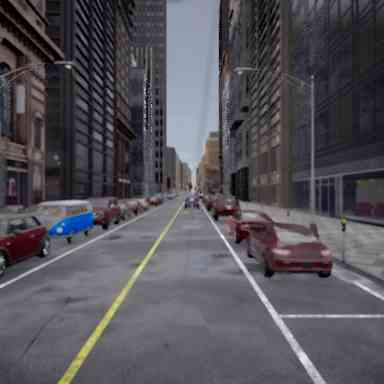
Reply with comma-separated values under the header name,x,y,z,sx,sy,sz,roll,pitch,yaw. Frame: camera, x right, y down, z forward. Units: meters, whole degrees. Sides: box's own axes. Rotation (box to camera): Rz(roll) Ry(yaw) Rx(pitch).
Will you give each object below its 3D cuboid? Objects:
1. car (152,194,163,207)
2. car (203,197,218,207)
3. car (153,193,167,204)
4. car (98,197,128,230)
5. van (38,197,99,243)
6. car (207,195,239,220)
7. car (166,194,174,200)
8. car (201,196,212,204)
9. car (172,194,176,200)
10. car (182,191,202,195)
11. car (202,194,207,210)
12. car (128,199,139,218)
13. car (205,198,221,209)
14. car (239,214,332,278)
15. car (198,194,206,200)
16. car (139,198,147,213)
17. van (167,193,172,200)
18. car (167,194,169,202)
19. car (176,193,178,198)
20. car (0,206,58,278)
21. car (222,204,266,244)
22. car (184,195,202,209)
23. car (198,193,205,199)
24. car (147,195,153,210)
name,x,y,z,sx,sy,sz,roll,pitch,yaw
car,-5.843,1.395,49.175,1.887,1.381,4.507,1,0,0
car,2.683,1.401,49.170,2.008,1.369,4.403,1,0,0
car,-5.840,1.146,54.799,2.192,1.841,5.009,1,0,0
car,-5.845,1.256,21.052,2.192,1.841,5.009,1,0,0
van,-5.845,1.298,15.427,1.690,1.788,3.998,1,0,0
car,2.682,1.239,26.671,2.192,1.841,5.009,1,0,0
car,-5.839,1.246,88.378,1.752,1.417,4.829,1,0,0
car,2.683,1.394,60.419,1.802,1.307,4.206,1,0,0
car,-5.840,1.305,82.923,1.947,1.339,4.313,1,0,0
car,0.007,1.192,51.809,2.097,1.767,4.553,0,0,0
car,2.683,1.203,37.920,2.192,1.841,5.009,1,0,0
car,-5.846,1.474,26.677,2.008,1.369,4.403,1,0,0
car,2.681,1.451,43.545,1.802,1.307,4.206,1,0,0
car,2.677,1.555,9.798,1.802,1.307,4.206,1,0,0
car,2.687,1.265,88.540,1.887,1.381,4.507,1,0,0
car,-5.845,1.451,32.301,1.887,1.381,4.507,1,0,0
van,-5.838,1.116,71.673,1.690,1.788,3.998,1,0,0
car,-5.842,1.363,60.425,2.008,1.369,4.403,1,0,0
car,-5.838,1.253,94.172,2.008,1.369,4.403,1,0,0
car,-5.847,1.413,9.803,1.967,1.590,4.097,1,0,0
car,2.678,1.502,15.423,1.887,1.381,4.507,1,0,0
car,0.005,1.401,41.711,1.812,1.442,4.674,0,0,0
car,2.689,1.143,94.164,1.967,1.590,4.097,1,0,0
car,-5.845,1.414,37.756,1.752,1.417,4.829,1,0,0
